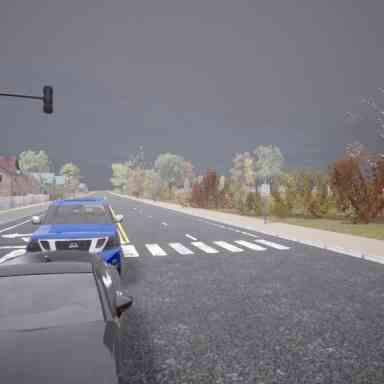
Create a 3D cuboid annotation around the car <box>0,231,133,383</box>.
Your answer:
[{"bbox_3d":[-1.725,1.524,3.923,1.812,1.442,4.674,0,0,-13],"label":"car"}]

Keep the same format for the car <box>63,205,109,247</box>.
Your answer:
[{"bbox_3d":[-4.997,1.499,16.090,1.837,1.490,4.892,0,0,-15],"label":"car"}]

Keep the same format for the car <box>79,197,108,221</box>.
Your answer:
[{"bbox_3d":[-8.103,1.338,27.575,2.097,1.767,4.553,0,0,-15],"label":"car"}]

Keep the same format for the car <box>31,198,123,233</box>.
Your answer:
[{"bbox_3d":[-3.352,1.218,10.015,2.150,2.045,5.566,0,0,-15],"label":"car"}]

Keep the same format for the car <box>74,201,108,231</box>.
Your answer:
[{"bbox_3d":[-6.554,1.468,21.839,1.882,1.535,5.008,0,0,-15],"label":"car"}]
